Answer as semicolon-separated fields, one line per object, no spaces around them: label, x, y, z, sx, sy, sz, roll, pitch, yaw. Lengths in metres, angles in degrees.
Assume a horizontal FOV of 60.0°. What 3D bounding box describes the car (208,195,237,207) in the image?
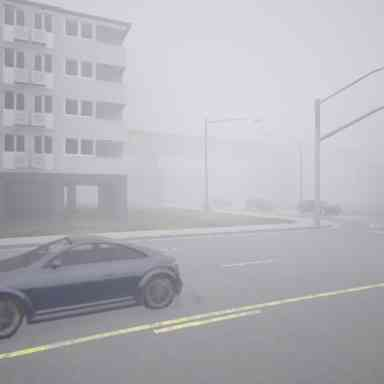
car;4.509;1.505;51.301;1.837;1.490;4.892;0;0;-21

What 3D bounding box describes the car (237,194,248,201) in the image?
car;11.176;1.540;75.348;2.033;1.411;5.357;0;0;41

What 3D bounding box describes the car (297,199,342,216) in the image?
car;12.713;1.505;33.453;1.837;1.490;4.892;0;0;-25

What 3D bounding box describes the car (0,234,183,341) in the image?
car;-2.284;1.564;6.443;4.181;1.385;1.994;0;0;-29

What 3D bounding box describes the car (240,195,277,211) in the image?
car;8.660;1.492;42.017;2.128;1.511;4.902;0;0;-25

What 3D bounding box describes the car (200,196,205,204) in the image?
car;2.534;1.505;61.434;1.837;1.490;4.892;0;0;3
